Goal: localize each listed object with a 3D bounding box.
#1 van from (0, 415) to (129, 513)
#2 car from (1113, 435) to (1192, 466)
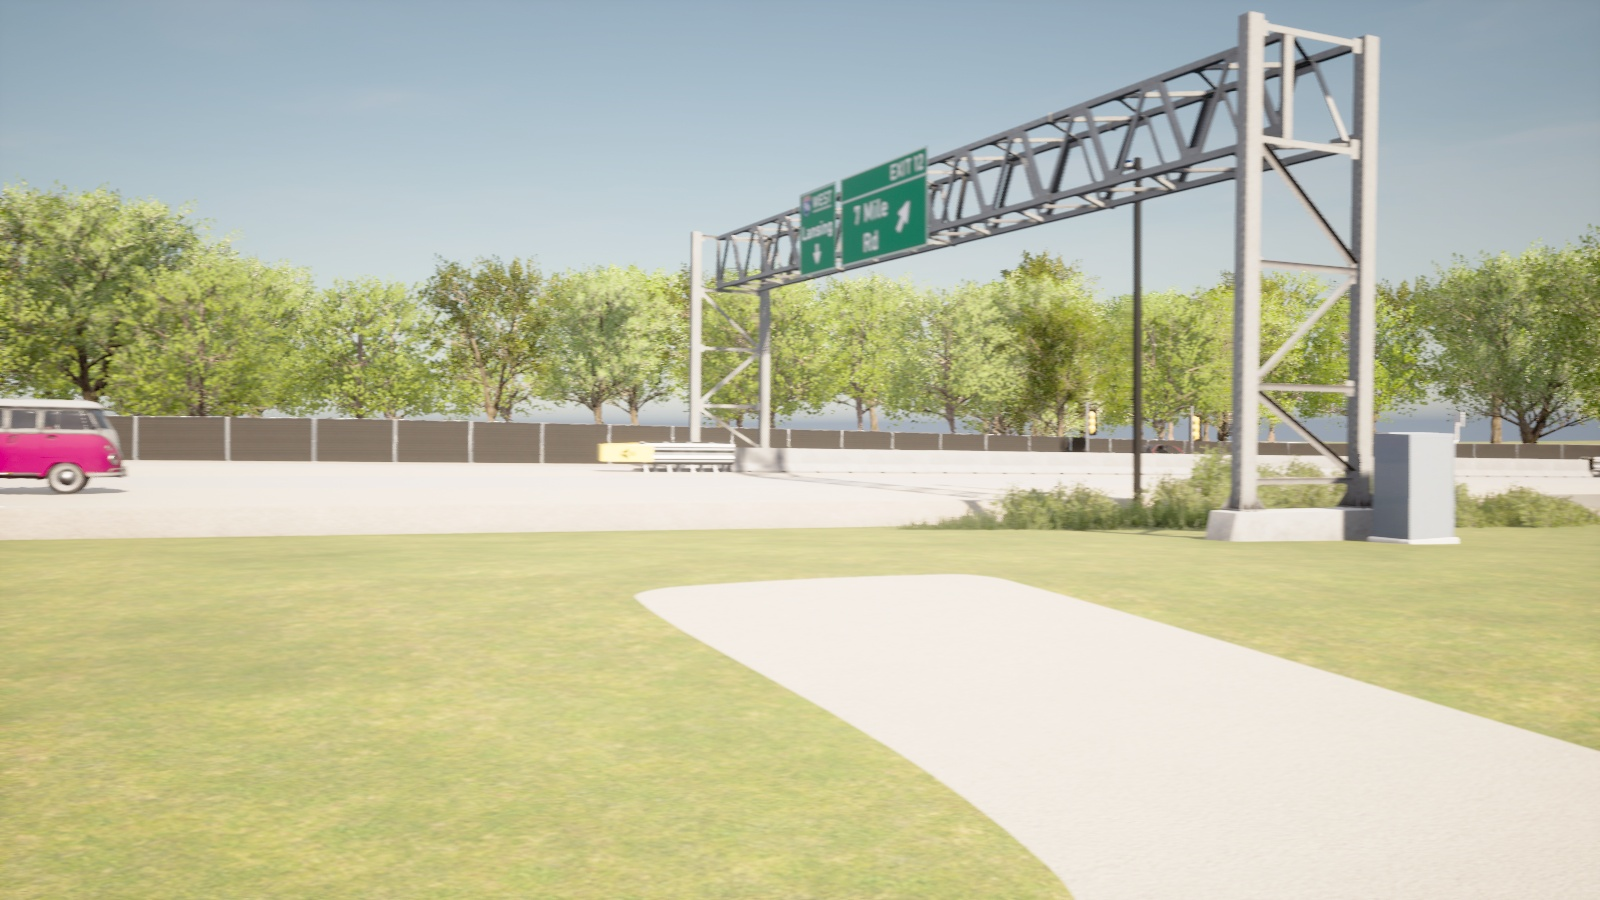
[{"bbox_3d":[-16.657,0.279,26.339,4.442,1.987,1.775,-1,1,-25],"label":"van"},{"bbox_3d":[18.654,0.037,66.419,3.988,1.617,1.851,0,0,-34],"label":"car"}]
